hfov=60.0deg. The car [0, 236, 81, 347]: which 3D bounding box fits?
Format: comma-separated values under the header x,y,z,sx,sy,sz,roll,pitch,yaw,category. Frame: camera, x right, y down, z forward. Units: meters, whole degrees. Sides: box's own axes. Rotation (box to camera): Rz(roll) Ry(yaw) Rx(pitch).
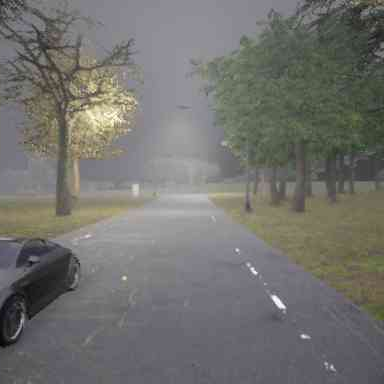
x,y,z,sx,sy,sz,roll,pitch,yaw,category
-3.598,1.557,6.158,1.994,1.385,4.181,0,0,0,car
